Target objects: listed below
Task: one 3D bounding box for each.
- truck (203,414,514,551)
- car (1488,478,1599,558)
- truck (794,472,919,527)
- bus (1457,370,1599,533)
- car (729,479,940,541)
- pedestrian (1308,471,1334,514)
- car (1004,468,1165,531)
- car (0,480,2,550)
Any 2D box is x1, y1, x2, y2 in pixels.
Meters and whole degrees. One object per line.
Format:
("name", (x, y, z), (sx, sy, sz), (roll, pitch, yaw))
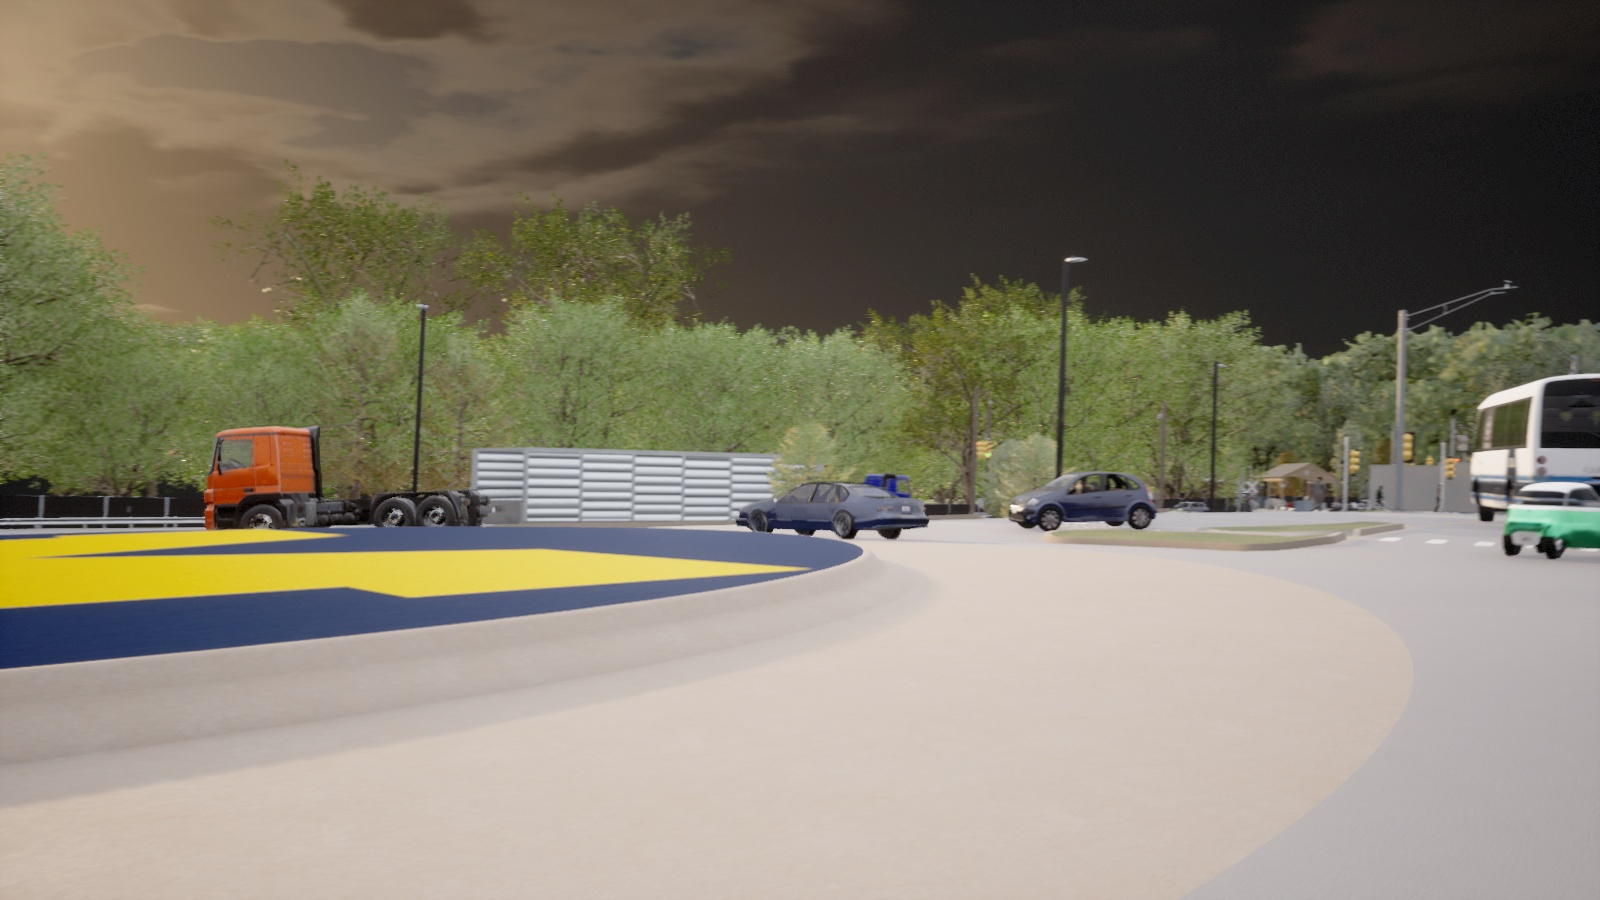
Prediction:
("truck", (-12.718, 0.954, 36.609), (7.936, 3.462, 2.891), (-3, -2, 3))
("car", (13.991, 1.217, 23.074), (2.207, 1.376, 1.481), (1, -1, -32))
("truck", (3.771, 3.215, 82.355), (7.936, 3.462, 2.891), (1, -1, -33))
("bus", (22.720, 0.106, 37.691), (3.944, 4.253, 10.273), (1, -1, 20))
("car", (0.768, 1.502, 31.368), (2.033, 1.411, 5.357), (4, -4, -44))
("pedestrian", (24.006, 1.970, 57.861), (0.873, 1.952, 0.659), (3, -2, -28))
("car", (7.966, 1.348, 35.278), (3.988, 1.617, 1.851), (-1, 0, -13))
("car", (-21.310, 1.505, 28.730), (5.027, 1.651, 2.152), (0, -6, -29))
